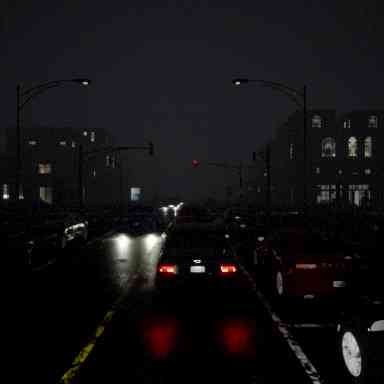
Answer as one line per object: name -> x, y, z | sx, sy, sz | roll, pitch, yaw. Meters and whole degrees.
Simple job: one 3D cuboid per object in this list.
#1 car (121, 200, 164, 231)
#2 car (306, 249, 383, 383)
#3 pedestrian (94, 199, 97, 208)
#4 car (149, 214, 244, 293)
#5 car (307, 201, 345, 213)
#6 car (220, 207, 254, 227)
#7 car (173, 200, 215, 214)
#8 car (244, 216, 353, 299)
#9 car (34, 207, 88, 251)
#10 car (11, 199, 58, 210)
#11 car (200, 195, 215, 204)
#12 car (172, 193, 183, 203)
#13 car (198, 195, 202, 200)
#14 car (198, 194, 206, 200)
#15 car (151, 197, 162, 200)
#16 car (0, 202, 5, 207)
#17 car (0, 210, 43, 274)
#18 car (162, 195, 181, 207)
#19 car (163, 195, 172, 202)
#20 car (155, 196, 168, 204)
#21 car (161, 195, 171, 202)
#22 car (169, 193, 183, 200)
car -> -3.060, 1.480, 20.670 | 1.882, 1.535, 5.008 | 0, 0, 0
car -> 2.692, 1.551, 2.601 | 2.008, 1.369, 4.403 | 0, 0, 0
pedestrian -> -12.579, 1.415, 43.203 | 0.375, 1.300, 0.375 | 0, -1, 1
car -> 0.098, 1.548, 8.976 | 2.033, 1.411, 5.357 | 0, 0, 0
car -> 14.787, 1.653, 37.261 | 4.181, 1.385, 1.994 | 0, 0, 1
car -> 2.681, 1.553, 19.677 | 2.008, 1.369, 4.403 | 0, 0, 0
car -> 0.087, 1.480, 19.441 | 1.882, 1.535, 5.008 | 0, 0, 0
car -> 2.688, 1.546, 8.293 | 1.887, 1.381, 4.507 | 0, 0, 0
car -> -5.696, 1.552, 13.997 | 2.008, 1.369, 4.403 | 0, 0, 0
car -> -16.260, 1.456, 34.494 | 4.674, 1.442, 1.812 | 0, 0, 2
car -> 2.661, 1.572, 52.067 | 1.947, 1.339, 4.313 | 0, 0, 0
car -> -3.046, 1.236, 72.122 | 2.150, 2.045, 5.566 | 0, 0, 0
car -> 2.654, 1.590, 63.109 | 1.802, 1.307, 4.206 | 0, 0, 0
car -> 2.637, 1.458, 90.720 | 1.967, 1.590, 4.097 | 0, 0, 0
car -> -5.720, 1.588, 52.075 | 1.802, 1.307, 4.206 | 0, 0, 0
car -> -25.477, 1.447, 40.451 | 4.829, 1.417, 1.752 | 0, -1, 1
car -> -5.691, 1.441, 8.305 | 1.967, 1.590, 4.097 | 0, 0, 0
car -> -3.141, 1.532, 51.114 | 1.812, 1.442, 4.674 | 0, 0, 1
car -> -5.737, 1.539, 79.515 | 1.752, 1.417, 4.829 | 0, 0, 0
car -> -5.727, 1.559, 63.118 | 2.008, 1.369, 4.403 | 0, 0, 0
car -> -5.733, 1.452, 74.162 | 1.967, 1.590, 4.097 | 0, 0, 0
car -> -3.105, 1.500, 61.466 | 2.128, 1.511, 4.902 | 0, 0, 0
